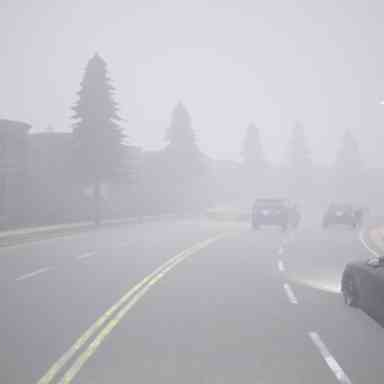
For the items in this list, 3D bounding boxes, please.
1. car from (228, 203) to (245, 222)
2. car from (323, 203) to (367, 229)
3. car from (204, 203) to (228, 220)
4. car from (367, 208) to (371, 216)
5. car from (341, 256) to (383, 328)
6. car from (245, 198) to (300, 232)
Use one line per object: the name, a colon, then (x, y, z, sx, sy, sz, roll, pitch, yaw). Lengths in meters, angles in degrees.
car: (5.298, 1.768, 28.438, 1.837, 1.490, 4.892, -1, -1, 36)
car: (11.057, 1.576, 24.147, 2.097, 1.767, 4.553, 0, -1, 34)
car: (3.068, 1.767, 31.289, 1.882, 1.535, 5.008, -1, -1, 37)
car: (17.035, 1.877, 35.590, 5.357, 1.411, 2.033, 0, -1, -37)
car: (4.005, 1.615, 5.356, 1.994, 1.385, 4.181, 0, -1, 6)
car: (5.684, 1.427, 22.301, 2.150, 2.045, 5.566, -1, -1, 29)
